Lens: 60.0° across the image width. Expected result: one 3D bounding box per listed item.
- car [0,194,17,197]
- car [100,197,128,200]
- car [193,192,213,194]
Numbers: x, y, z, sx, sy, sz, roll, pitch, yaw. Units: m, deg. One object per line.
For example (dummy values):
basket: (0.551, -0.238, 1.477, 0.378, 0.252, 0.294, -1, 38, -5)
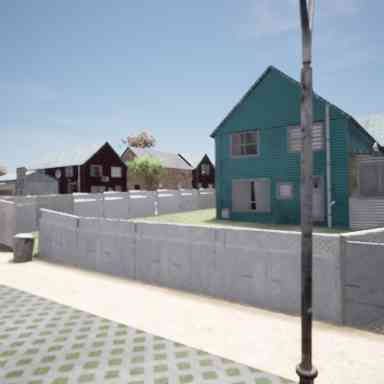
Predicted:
car: (-12.736, 1.051, 21.437, 2.097, 1.767, 4.553, -1, 1, 37)
car: (-6.861, 0.930, 29.635, 1.837, 1.490, 4.892, -1, 1, 35)
car: (0.934, 0.420, 40.612, 2.097, 1.767, 4.553, -1, 0, 39)
